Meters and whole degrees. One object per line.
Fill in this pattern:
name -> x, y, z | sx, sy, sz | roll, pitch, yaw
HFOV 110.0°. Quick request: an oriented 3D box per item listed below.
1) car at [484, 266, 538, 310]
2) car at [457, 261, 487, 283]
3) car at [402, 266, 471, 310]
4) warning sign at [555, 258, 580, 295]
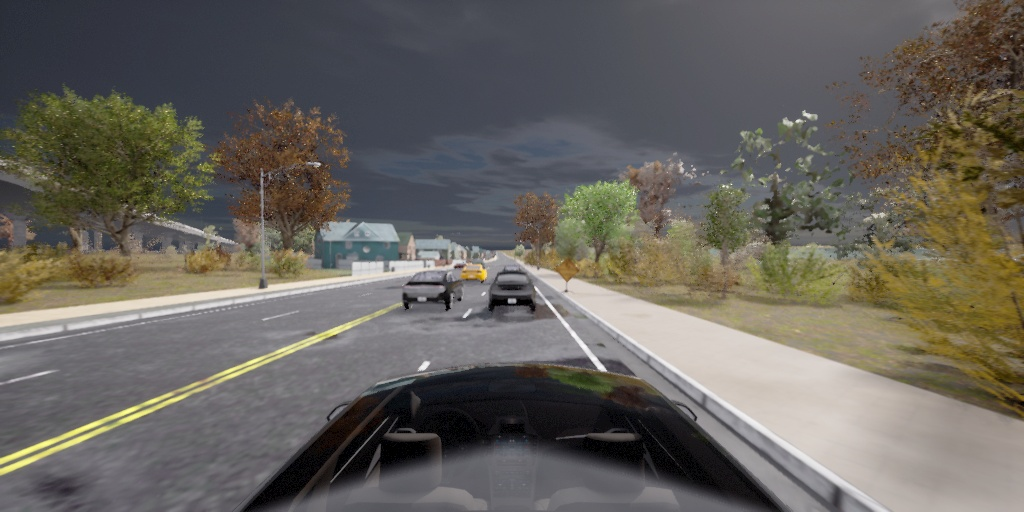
car -> 0.024, 1.374, 15.337 | 1.837, 1.490, 4.892 | 0, 0, 0
car -> -3.219, 1.476, 31.089 | 1.882, 1.535, 5.008 | 0, 0, 0
car -> -3.226, 1.360, 15.358 | 2.128, 1.511, 4.902 | 0, 0, 0
warning sign -> 2.851, 1.012, 18.795 | 1.300, 1.860, 1.060 | 0, 0, 0
